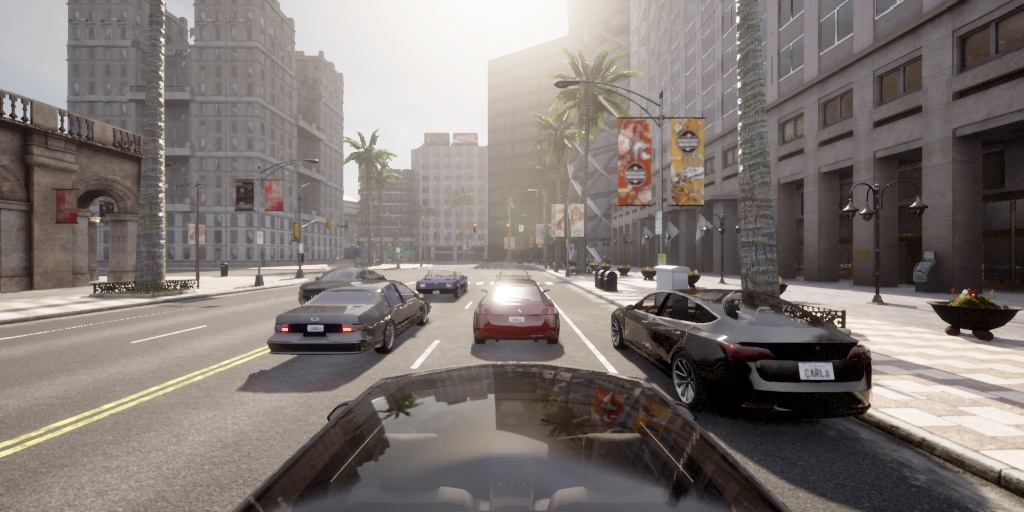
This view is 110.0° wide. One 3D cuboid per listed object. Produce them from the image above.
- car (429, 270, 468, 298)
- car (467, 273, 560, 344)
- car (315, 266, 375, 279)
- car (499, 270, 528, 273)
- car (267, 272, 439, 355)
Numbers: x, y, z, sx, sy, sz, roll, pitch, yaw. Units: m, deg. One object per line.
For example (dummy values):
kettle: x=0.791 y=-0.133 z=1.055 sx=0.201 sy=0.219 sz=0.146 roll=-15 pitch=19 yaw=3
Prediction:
car: x=-3.410 y=1.351 z=18.374 sx=1.895 sy=1.301 sz=4.718 roll=0 pitch=0 yaw=0
car: x=0.096 y=1.314 z=9.610 sx=1.994 sy=1.385 sz=4.181 roll=0 pitch=0 yaw=0
car: x=-7.058 y=1.227 z=15.391 sx=1.882 sy=1.535 sz=5.008 roll=0 pitch=0 yaw=0
car: x=0.090 y=1.351 z=18.418 sx=1.895 sy=1.301 sz=4.718 roll=0 pitch=0 yaw=0
car: x=-3.406 y=1.297 z=8.725 sx=2.033 sy=1.411 sz=5.357 roll=0 pitch=0 yaw=0
